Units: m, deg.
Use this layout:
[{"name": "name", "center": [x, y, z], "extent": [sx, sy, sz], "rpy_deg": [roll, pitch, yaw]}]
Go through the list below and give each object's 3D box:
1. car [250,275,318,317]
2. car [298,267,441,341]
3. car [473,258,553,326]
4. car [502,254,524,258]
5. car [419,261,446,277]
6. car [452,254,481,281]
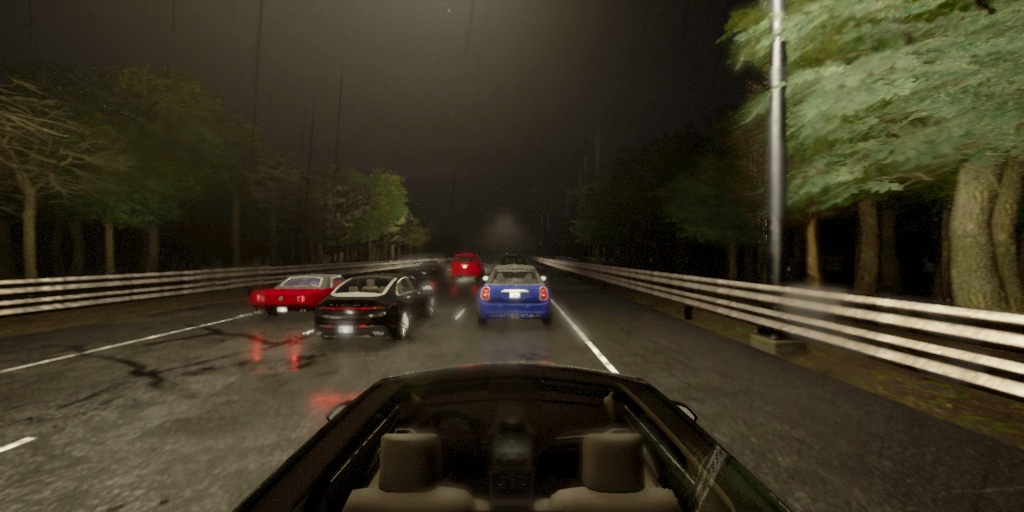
[{"name": "car", "center": [-6.909, 1.316, 13.019], "extent": [1.895, 1.301, 4.718], "rpy_deg": [0, 0, 0]}, {"name": "car", "center": [-3.420, 1.233, 9.801], "extent": [1.837, 1.490, 4.892], "rpy_deg": [0, 1, 0]}, {"name": "car", "center": [0.085, 1.071, 11.721], "extent": [2.097, 1.767, 4.553], "rpy_deg": [0, 0, 0]}, {"name": "car", "center": [0.087, 0.882, 28.626], "extent": [2.150, 2.045, 5.566], "rpy_deg": [0, 0, 0]}, {"name": "car", "center": [-6.922, 1.178, 30.594], "extent": [1.812, 1.442, 4.674], "rpy_deg": [0, 0, 0]}, {"name": "car", "center": [-3.412, 0.882, 28.622], "extent": [2.150, 2.045, 5.566], "rpy_deg": [0, 0, 0]}]
